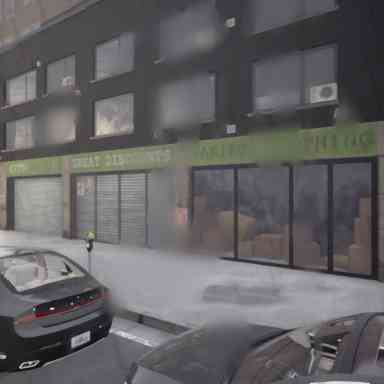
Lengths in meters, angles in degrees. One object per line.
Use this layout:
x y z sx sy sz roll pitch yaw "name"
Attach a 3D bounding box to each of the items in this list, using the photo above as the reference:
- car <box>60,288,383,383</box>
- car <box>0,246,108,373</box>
1.382 1.551 2.102 4.403 1.369 2.008 0 0 35 "car"
-3.125 1.551 5.294 4.403 1.369 2.008 0 0 35 "car"
